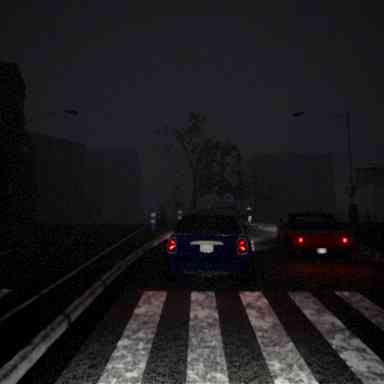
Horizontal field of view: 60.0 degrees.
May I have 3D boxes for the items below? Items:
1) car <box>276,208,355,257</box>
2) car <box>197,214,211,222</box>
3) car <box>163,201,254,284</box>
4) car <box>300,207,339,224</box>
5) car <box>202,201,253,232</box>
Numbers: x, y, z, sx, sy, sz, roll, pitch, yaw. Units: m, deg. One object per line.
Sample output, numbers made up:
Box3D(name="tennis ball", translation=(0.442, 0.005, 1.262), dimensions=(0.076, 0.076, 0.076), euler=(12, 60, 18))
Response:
Box3D(name="car", translation=(4.163, 1.381, 12.013), dimensions=(1.895, 1.301, 4.718), euler=(-1, 2, 9))
Box3D(name="car", translation=(2.256, 4.958, 64.368), dimensions=(1.895, 1.301, 4.718), euler=(1, -1, -10))
Box3D(name="car", translation=(0.570, 1.231, 9.459), dimensions=(2.097, 1.767, 4.553), euler=(0, 1, 7))
Box3D(name="car", translation=(12.630, 2.377, 32.738), dimensions=(2.128, 1.511, 4.902), euler=(-4, -7, 38))
Box3D(name="car", translation=(2.179, 1.290, 19.002), dimensions=(1.837, 1.490, 4.892), euler=(-2, -2, 19))
